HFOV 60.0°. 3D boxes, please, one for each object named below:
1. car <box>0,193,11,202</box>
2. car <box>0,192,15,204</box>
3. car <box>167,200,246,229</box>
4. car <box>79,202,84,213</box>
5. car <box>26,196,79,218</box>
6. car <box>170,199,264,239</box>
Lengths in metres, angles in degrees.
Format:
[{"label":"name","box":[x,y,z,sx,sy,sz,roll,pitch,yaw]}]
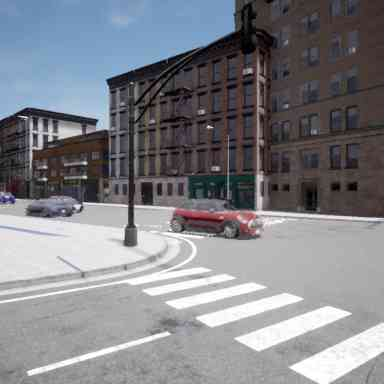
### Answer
[{"label":"car","box":[-33.140,0.897,57.609,4.674,1.442,1.812,1,0,43]},{"label":"car","box":[-27.583,0.786,48.232,4.553,1.767,2.097,1,0,41]},{"label":"car","box":[0.823,1.325,20.599,4.674,1.442,1.812,1,0,37]},{"label":"car","box":[-11.827,1.119,30.443,4.902,1.511,2.128,1,0,39]},{"label":"car","box":[-10.996,1.214,25.632,4.181,1.385,1.994,1,0,38]},{"label":"car","box":[1.174,1.171,16.284,4.553,1.767,2.097,1,0,37]}]
